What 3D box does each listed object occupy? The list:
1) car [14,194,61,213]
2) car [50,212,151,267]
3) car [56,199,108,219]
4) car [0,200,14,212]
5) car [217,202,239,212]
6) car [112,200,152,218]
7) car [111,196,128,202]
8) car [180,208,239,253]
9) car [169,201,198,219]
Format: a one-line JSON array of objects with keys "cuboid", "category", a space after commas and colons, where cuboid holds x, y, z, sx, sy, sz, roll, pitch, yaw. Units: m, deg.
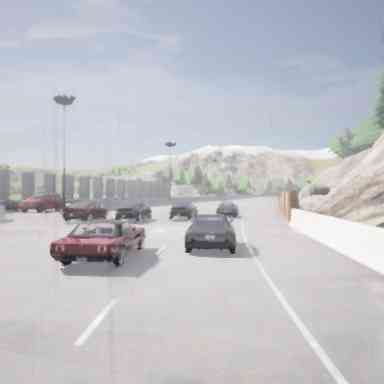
[{"cuboid": [-16.994, 1.229, 37.803, 2.150, 2.045, 5.566, 0, -1, 12], "category": "car"}, {"cuboid": [-2.924, 1.612, 11.524, 1.895, 1.301, 4.718, 0, 0, 4], "category": "car"}, {"cuboid": [-8.262, 1.496, 26.221, 1.882, 1.535, 5.008, 0, 0, 9], "category": "car"}, {"cuboid": [-20.850, 1.532, 36.604, 2.033, 1.411, 5.357, 0, 0, 11], "category": "car"}, {"cuboid": [3.435, 1.647, 31.974, 1.994, 1.385, 4.181, 0, 0, 11], "category": "car"}, {"cuboid": [-4.613, 1.541, 26.853, 1.837, 1.490, 4.892, 0, 0, 9], "category": "car"}, {"cuboid": [-16.544, 1.556, 76.302, 1.994, 1.385, 4.181, 0, 0, 18], "category": "car"}, {"cuboid": [0.806, 1.597, 13.964, 1.994, 1.385, 4.181, 0, 0, 5], "category": "car"}, {"cuboid": [-0.679, 1.563, 29.112, 1.837, 1.490, 4.892, 0, 0, 10], "category": "car"}]
